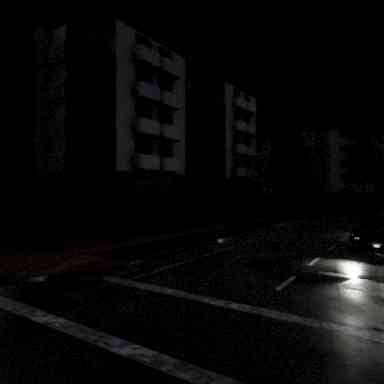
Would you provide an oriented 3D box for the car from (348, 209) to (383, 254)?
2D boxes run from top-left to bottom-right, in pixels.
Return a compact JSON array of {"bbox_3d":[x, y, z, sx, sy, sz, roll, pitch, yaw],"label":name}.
[{"bbox_3d":[7.348,1.506,12.828,1.837,1.490,4.892,0,0,34],"label":"car"}]

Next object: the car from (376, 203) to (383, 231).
[{"bbox_3d":[13.117,1.479,20.819,1.882,1.535,5.008,0,0,40],"label":"car"}]
